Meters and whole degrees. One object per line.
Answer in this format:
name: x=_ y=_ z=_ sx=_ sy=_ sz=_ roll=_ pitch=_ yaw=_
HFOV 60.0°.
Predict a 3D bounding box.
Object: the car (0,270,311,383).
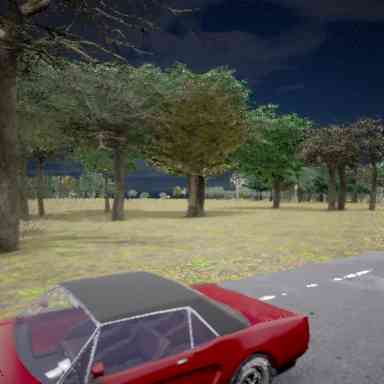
car: x=-1.020 y=1.609 z=3.258 sx=4.718 sy=1.301 sz=1.895 roll=1 pitch=0 yaw=-35
